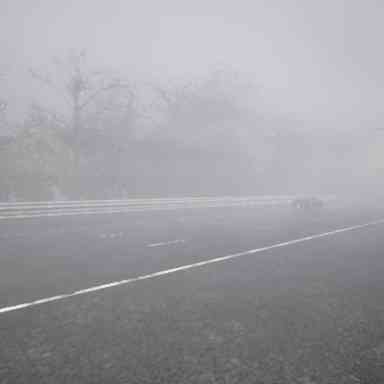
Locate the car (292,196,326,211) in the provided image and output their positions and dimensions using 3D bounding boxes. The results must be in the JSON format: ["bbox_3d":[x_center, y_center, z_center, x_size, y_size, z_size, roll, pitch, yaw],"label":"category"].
[{"bbox_3d":[12.119,1.146,34.313,1.837,1.490,4.892,1,1,44],"label":"car"}]
